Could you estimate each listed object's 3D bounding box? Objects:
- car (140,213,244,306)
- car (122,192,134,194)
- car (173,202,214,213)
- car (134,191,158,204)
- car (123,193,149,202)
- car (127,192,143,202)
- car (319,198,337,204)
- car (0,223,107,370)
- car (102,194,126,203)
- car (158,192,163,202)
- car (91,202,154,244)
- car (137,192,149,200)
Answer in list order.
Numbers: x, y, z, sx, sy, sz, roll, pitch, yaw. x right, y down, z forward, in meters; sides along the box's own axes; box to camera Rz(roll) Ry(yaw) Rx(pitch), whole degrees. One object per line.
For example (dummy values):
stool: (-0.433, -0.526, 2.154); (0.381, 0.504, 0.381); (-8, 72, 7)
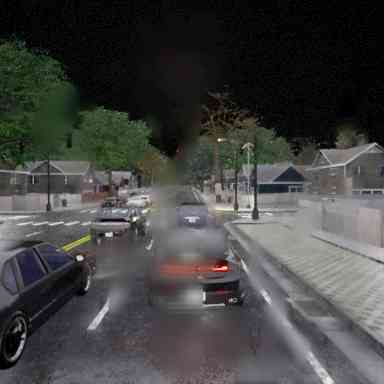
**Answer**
car: (0.062, 1.489, 7.969); (1.837, 1.490, 4.892); (0, 0, 0)
car: (-10.131, 0.976, 50.778); (2.097, 1.767, 4.553); (0, 1, 0)
car: (0.072, 1.288, 17.035); (2.097, 1.767, 4.553); (0, 0, 2)
car: (-6.882, 0.847, 50.689); (2.150, 2.045, 5.566); (0, 1, 0)
car: (-6.824, 1.250, 41.012); (1.812, 1.442, 4.674); (0, 1, 0)
car: (-10.169, 0.837, 59.479); (2.097, 1.767, 4.553); (0, 1, 0)
car: (12.416, 1.265, 30.835); (4.674, 1.442, 1.812); (0, 1, -3)
car: (-3.173, 1.538, 5.624); (2.033, 1.411, 5.357); (0, 0, 0)
car: (-10.089, 1.278, 42.090); (1.994, 1.385, 4.181); (0, 1, 0)
car: (-6.920, 0.816, 60.578); (2.097, 1.767, 4.553); (0, 1, 0)
car: (-3.236, 1.439, 15.378); (2.128, 1.511, 4.902); (0, 0, 0)
car: (-10.153, 0.823, 69.151); (1.994, 1.385, 4.181); (0, 1, 0)
